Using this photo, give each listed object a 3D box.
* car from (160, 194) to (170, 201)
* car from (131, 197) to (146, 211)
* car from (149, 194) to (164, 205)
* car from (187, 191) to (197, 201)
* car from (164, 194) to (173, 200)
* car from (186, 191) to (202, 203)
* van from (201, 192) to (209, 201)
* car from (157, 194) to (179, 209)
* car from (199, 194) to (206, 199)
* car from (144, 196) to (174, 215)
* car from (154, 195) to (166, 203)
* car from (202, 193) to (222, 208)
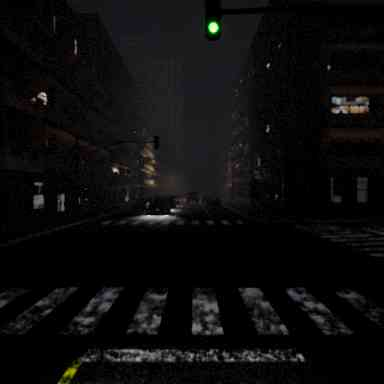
[{"bbox_3d":[-5.673,1.196,70.120,1.752,1.417,4.829,-1,0,0],"label":"car"},{"bbox_3d":[-5.684,1.367,37.123,2.008,1.369,4.403,-1,0,0],"label":"car"},{"bbox_3d":[-5.680,1.182,53.706,1.967,1.590,4.097,-1,0,0],"label":"car"},{"bbox_3d":[0.026,0.891,71.274,2.150,2.045,5.566,0,0,0],"label":"car"},{"bbox_3d":[-5.668,1.207,81.346,1.802,1.307,4.206,-1,0,0],"label":"car"},{"bbox_3d":[0.121,0.938,58.716,2.150,2.045,5.566,0,0,0],"label":"car"},{"bbox_3d":[2.706,1.011,70.280,1.690,1.788,3.998,-1,0,0],"label":"van"},{"bbox_3d":[-3.075,1.359,41.829,1.994,1.385,4.181,0,0,0],"label":"car"},{"bbox_3d":[2.714,1.148,86.865,1.887,1.381,4.507,-1,0,0],"label":"car"},{"bbox_3d":[-3.084,1.404,31.879,1.994,1.385,4.181,0,0,0],"label":"car"},{"bbox_3d":[-5.677,1.299,59.235,1.802,1.307,4.206,-1,0,0],"label":"car"},{"bbox_3d":[2.697,1.231,42.642,1.967,1.590,4.097,-1,0,0],"label":"car"}]
